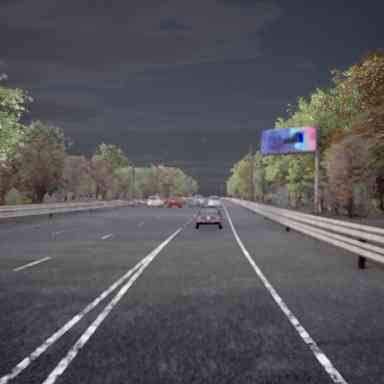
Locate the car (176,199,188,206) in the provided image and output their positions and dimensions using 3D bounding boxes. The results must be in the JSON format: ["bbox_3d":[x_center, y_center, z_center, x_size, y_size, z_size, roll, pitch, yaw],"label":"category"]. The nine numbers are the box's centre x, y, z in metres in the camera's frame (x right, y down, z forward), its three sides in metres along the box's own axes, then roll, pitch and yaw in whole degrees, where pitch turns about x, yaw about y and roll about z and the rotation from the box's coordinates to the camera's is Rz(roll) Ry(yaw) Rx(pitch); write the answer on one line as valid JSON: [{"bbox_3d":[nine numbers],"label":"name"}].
[{"bbox_3d":[-2.097,2.124,69.518,1.895,1.301,4.718,0,-1,5],"label":"car"}]

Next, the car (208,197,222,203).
[{"bbox_3d":[4.017,1.815,58.557,2.150,2.045,5.566,0,-1,5],"label":"car"}]

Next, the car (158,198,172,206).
[{"bbox_3d":[-5.588,2.047,69.779,2.128,1.511,4.902,0,-1,5],"label":"car"}]

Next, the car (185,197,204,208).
[{"bbox_3d":[0.527,2.079,58.813,2.128,1.511,4.902,0,-1,5],"label":"car"}]

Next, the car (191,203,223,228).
[{"bbox_3d":[1.274,1.792,24.159,2.033,1.411,5.357,0,-1,5],"label":"car"}]

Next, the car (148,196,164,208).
[{"bbox_3d":[-6.447,1.798,59.425,2.150,2.045,5.566,0,-1,5],"label":"car"}]

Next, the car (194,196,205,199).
[{"bbox_3d":[1.392,1.774,69.233,2.150,2.045,5.566,0,-1,5],"label":"car"}]

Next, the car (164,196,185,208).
[{"bbox_3d":[-2.958,1.804,59.135,2.150,2.045,5.566,0,-1,5],"label":"car"}]
